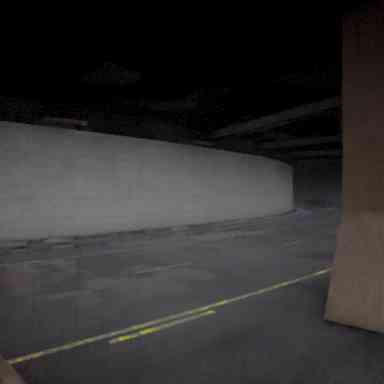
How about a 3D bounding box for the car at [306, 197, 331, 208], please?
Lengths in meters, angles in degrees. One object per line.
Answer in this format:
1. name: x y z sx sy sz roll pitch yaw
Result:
1. car: 19.049 1.558 50.433 2.128 1.511 4.902 0 0 -8
